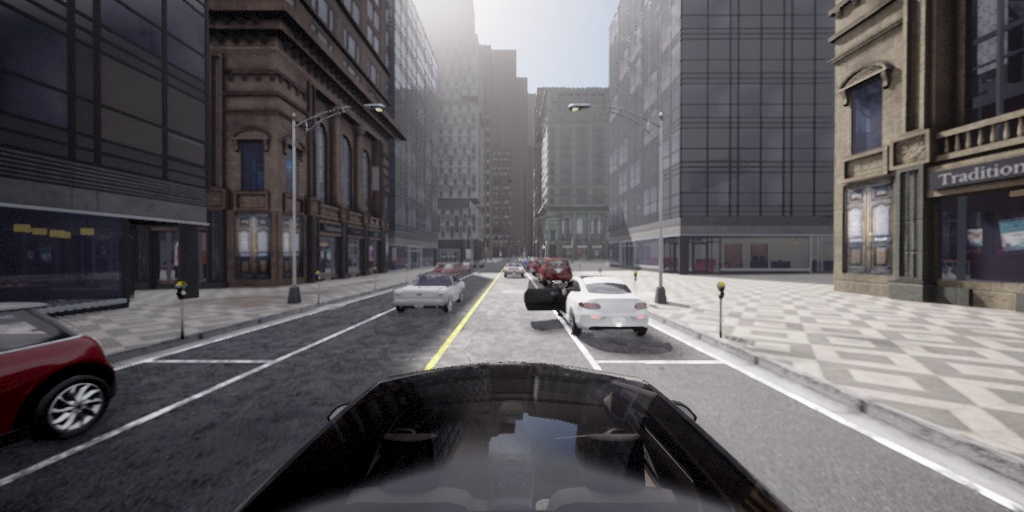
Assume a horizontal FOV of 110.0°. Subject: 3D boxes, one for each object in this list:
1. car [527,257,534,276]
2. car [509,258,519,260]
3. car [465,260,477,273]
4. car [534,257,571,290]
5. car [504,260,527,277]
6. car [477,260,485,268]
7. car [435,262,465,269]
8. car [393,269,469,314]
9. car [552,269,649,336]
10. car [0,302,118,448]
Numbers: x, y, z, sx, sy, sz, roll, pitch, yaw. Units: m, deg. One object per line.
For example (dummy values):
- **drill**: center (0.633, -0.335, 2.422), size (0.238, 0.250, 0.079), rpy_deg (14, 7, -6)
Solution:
- **car**: center (3.005, 1.055, 36.304), size (2.192, 1.841, 5.009), rpy_deg (0, 0, 0)
- **car**: center (0.254, 1.080, 49.451), size (2.097, 1.767, 4.553), rpy_deg (0, 0, 1)
- **car**: center (-5.496, 1.318, 41.989), size (1.802, 1.307, 4.207), rpy_deg (0, 0, 0)
- **car**: center (2.956, 1.061, 25.007), size (2.192, 1.841, 5.009), rpy_deg (0, 0, 0)
- **car**: center (0.205, 1.342, 35.212), size (1.895, 1.301, 4.718), rpy_deg (0, 0, 1)
- **car**: center (-5.422, 1.279, 58.937), size (1.948, 1.339, 4.313), rpy_deg (0, 0, 0)
- **car**: center (-5.545, 1.289, 30.690), size (1.888, 1.381, 4.507), rpy_deg (0, 0, 0)
- **car**: center (-3.050, 1.349, 14.015), size (1.895, 1.301, 4.718), rpy_deg (0, 0, 0)
- **car**: center (2.387, 1.274, 10.289), size (1.812, 1.442, 4.674), rpy_deg (0, 0, 0)
- **car**: center (-5.668, 1.190, 2.446), size (1.967, 1.591, 4.097), rpy_deg (0, 0, 0)
